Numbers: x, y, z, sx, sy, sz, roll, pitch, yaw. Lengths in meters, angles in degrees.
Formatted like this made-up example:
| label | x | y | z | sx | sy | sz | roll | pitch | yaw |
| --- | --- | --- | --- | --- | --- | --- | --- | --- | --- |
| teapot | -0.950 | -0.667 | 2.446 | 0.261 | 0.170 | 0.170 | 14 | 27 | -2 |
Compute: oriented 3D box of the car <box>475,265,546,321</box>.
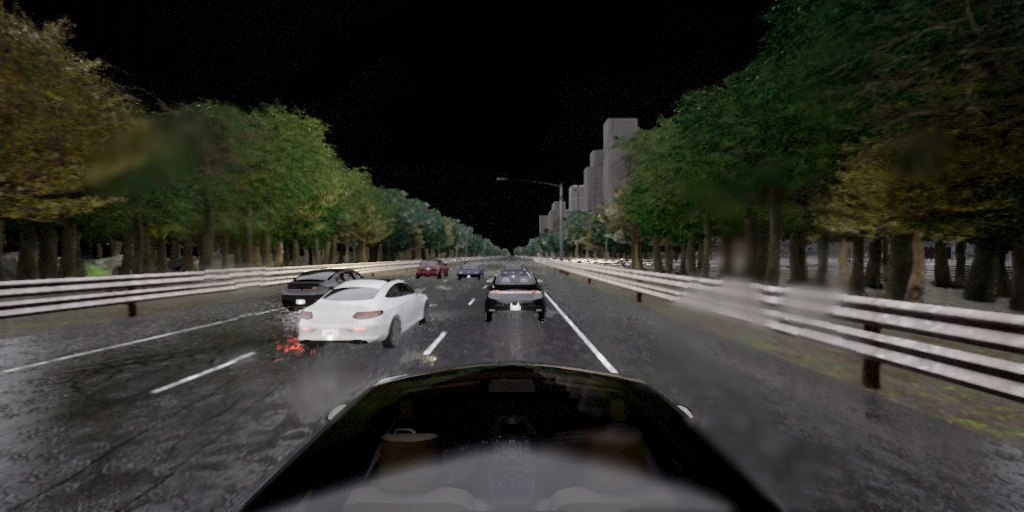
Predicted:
| label | x | y | z | sx | sy | sz | roll | pitch | yaw |
| --- | --- | --- | --- | --- | --- | --- | --- | --- | --- |
| car | 0.099 | 1.239 | 12.501 | 2.128 | 1.511 | 4.902 | 0 | 0 | 0 |

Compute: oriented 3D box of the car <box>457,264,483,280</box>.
| label | x | y | z | sx | sy | sz | roll | pitch | yaw |
| --- | --- | --- | --- | --- | --- | --- | --- | --- | --- |
| car | -3.402 | 1.313 | 30.428 | 1.895 | 1.301 | 4.718 | 0 | 0 | 0 |

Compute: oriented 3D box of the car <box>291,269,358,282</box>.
| label | x | y | z | sx | sy | sz | roll | pitch | yaw |
| --- | --- | --- | --- | --- | --- | --- | --- | --- | --- |
| car | -6.901 | 1.251 | 14.124 | 1.837 | 1.490 | 4.892 | 0 | 0 | 0 |

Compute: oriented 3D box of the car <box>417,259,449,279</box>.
| label | x | y | z | sx | sy | sz | roll | pitch | yaw |
| --- | --- | --- | --- | --- | --- | --- | --- | --- | --- |
| car | -6.907 | 1.060 | 31.685 | 2.097 | 1.767 | 4.553 | 0 | 0 | 0 |

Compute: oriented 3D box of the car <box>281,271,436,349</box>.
| label | x | y | z | sx | sy | sz | roll | pitch | yaw |
| --- | --- | --- | --- | --- | --- | --- | --- | --- | --- |
| car | -3.402 | 1.275 | 9.026 | 1.812 | 1.442 | 4.674 | 0 | 0 | 0 |
